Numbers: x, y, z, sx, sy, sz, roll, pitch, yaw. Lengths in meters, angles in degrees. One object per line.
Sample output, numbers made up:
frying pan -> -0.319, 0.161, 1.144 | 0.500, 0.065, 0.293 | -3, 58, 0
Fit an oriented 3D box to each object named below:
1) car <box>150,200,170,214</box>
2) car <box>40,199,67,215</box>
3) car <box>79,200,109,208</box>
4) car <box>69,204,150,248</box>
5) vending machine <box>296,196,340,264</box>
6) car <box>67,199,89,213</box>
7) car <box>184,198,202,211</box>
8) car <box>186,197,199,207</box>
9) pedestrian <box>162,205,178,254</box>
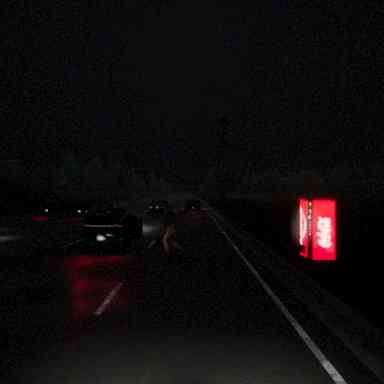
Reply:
car -> -3.372, 1.547, 34.824 | 2.033, 1.411, 5.357 | 0, 0, 0
car -> -13.873, 1.505, 34.147 | 1.837, 1.490, 4.892 | 0, 0, 0
car -> -6.879, 1.563, 25.797 | 1.994, 1.385, 4.181 | 0, 0, 0
car -> -3.387, 1.492, 14.790 | 2.128, 1.511, 4.902 | 0, 0, 0
vending machine -> 4.076, 1.195, 10.801 | 1.100, 2.100, 0.880 | 0, 0, 0
car -> -10.373, 1.505, 33.016 | 1.837, 1.490, 4.892 | 0, 0, 0
car -> 0.132, 1.504, 40.056 | 1.837, 1.490, 4.892 | 0, 0, 0
car -> 0.125, 1.563, 52.198 | 1.994, 1.385, 4.181 | 0, 0, 0
pedestrian -> -0.795, 1.294, 11.860 | 0.375, 1.860, 0.375 | 0, 0, 0
